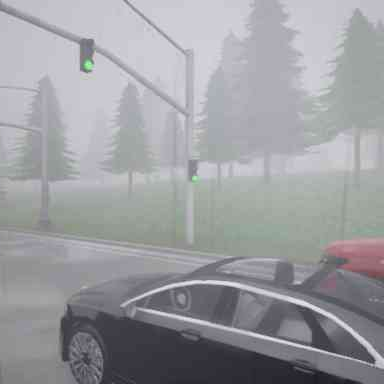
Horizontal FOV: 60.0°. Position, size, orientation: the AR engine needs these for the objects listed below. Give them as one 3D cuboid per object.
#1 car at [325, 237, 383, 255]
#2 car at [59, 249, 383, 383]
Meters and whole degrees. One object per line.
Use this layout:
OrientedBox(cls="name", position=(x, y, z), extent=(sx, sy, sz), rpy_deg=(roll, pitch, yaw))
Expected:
OrientedBox(cls="car", position=(4.747, 1.223, 4.905), extent=(5.566, 2.045, 2.150), rpy_deg=(0, 0, 35))
OrientedBox(cls="car", position=(0.531, 1.491, 3.614), extent=(4.902, 1.511, 2.128), rpy_deg=(0, 0, 35))
